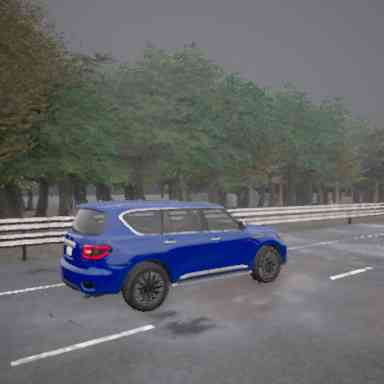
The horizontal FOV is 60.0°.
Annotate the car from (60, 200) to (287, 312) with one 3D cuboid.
[{"bbox_3d":[-0.169,1.211,7.926,5.566,2.045,2.150,0,0,-36],"label":"car"}]
